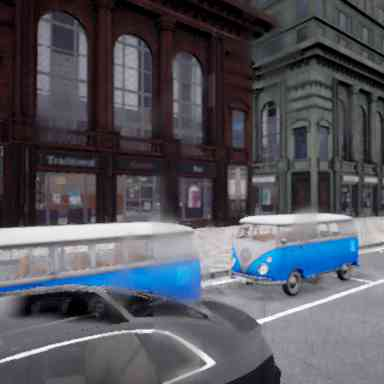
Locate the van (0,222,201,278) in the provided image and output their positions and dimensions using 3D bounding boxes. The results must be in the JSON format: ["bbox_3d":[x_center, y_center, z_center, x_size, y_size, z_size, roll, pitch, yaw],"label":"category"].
[{"bbox_3d":[-1.705,1.431,5.402,3.998,1.788,1.690,1,-1,-37],"label":"van"}]

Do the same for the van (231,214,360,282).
[{"bbox_3d":[2.792,1.488,8.801,3.998,1.788,1.690,1,-1,-37],"label":"van"}]

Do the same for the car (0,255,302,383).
[{"bbox_3d":[-1.465,1.543,2.115,4.892,1.490,1.837,1,-2,-37],"label":"car"}]
